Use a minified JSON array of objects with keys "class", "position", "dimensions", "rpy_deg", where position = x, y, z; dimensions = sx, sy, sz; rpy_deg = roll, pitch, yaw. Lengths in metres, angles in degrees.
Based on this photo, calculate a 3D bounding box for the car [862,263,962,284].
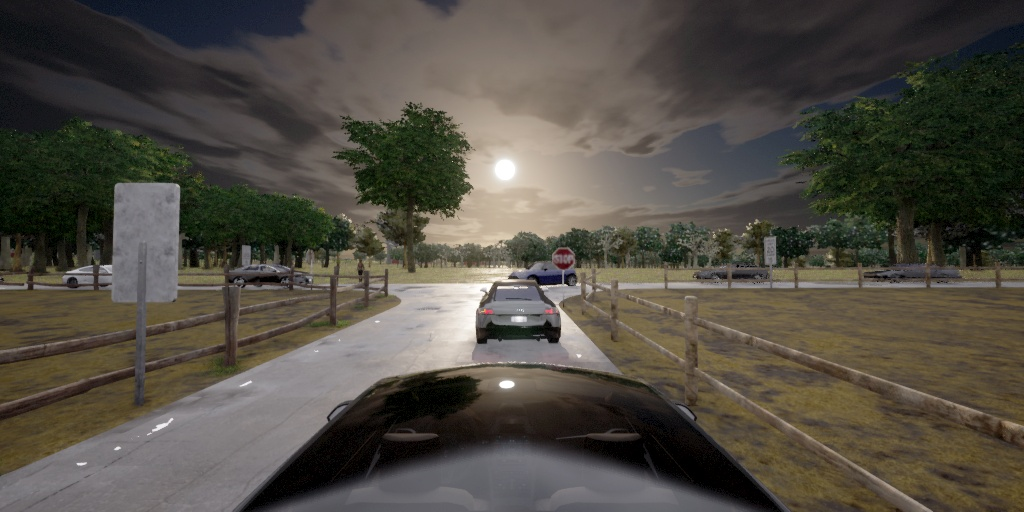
[{"class":"car","position":[27.930,1.225,25.270],"dimensions":[5.357,1.411,2.033],"rpy_deg":[0,-2,5]}]

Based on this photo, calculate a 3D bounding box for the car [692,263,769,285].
[{"class":"car","position":[15.543,1.250,25.660],"dimensions":[4.892,1.490,1.837],"rpy_deg":[0,-2,1]}]

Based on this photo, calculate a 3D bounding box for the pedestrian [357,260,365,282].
[{"class":"pedestrian","position":[-12.135,1.185,28.741],"dimensions":[0.375,1.860,0.375],"rpy_deg":[0,-1,0]}]

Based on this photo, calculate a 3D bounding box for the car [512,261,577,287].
[{"class":"car","position":[1.914,1.120,22.855],"dimensions":[4.553,1.767,2.097],"rpy_deg":[0,0,-31]}]

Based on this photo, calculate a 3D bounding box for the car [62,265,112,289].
[{"class":"car","position":[-25.519,1.290,22.749],"dimensions":[4.674,1.442,1.812],"rpy_deg":[0,-2,0]}]

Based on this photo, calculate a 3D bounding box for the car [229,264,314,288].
[{"class":"car","position":[-15.250,1.260,22.759],"dimensions":[4.902,1.511,2.128],"rpy_deg":[0,-1,0]}]

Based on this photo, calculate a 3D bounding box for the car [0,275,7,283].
[{"class":"car","position":[-35.834,1.307,22.751],"dimensions":[5.357,1.411,2.033],"rpy_deg":[0,-2,0]}]

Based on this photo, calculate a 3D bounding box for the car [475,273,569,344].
[{"class":"car","position":[0.081,1.325,9.675],"dimensions":[1.994,1.385,4.181],"rpy_deg":[0,0,-2]}]
